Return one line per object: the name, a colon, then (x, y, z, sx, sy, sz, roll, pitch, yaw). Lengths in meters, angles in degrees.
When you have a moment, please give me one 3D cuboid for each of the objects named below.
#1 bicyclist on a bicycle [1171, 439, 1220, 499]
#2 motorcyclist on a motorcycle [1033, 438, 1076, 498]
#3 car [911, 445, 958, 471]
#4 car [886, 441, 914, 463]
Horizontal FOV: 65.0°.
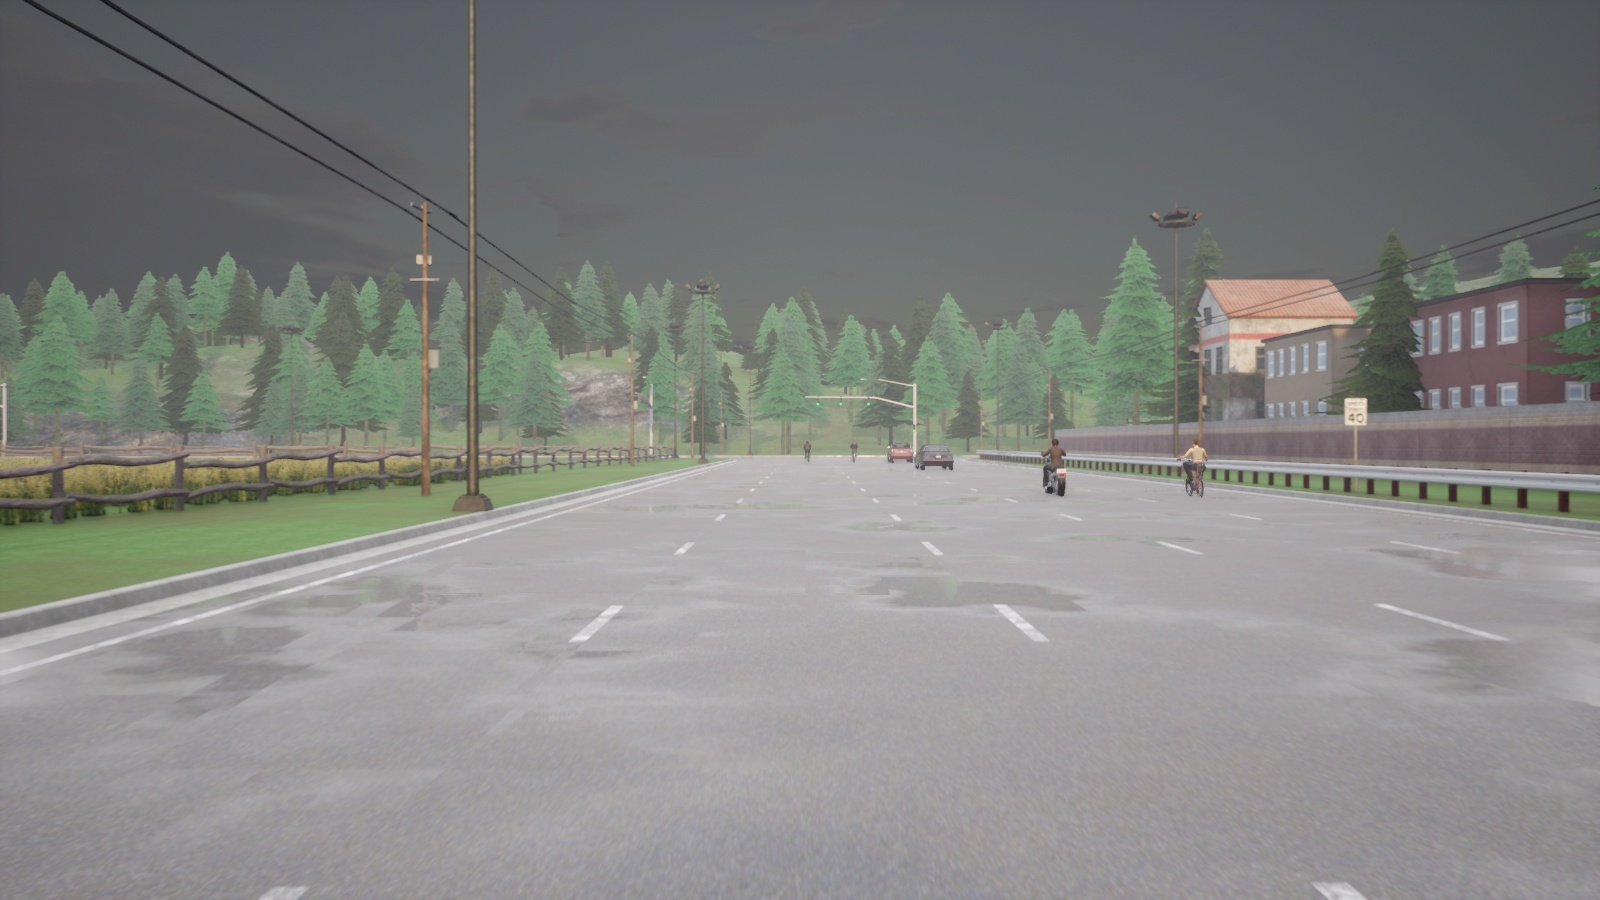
bicyclist on a bicycle: (10.705, 0.500, 34.071, 0.866, 1.612, 1.509, 0, 0, 1)
motorcyclist on a motorcycle: (7.223, 0.501, 35.738, 0.766, 1.649, 2.350, 0, 0, 0)
car: (7.425, 0.407, 69.788, 2.033, 1.411, 5.357, 0, 0, 0)
car: (7.558, 0.115, 95.022, 1.851, 1.617, 3.988, 0, 0, 0)
